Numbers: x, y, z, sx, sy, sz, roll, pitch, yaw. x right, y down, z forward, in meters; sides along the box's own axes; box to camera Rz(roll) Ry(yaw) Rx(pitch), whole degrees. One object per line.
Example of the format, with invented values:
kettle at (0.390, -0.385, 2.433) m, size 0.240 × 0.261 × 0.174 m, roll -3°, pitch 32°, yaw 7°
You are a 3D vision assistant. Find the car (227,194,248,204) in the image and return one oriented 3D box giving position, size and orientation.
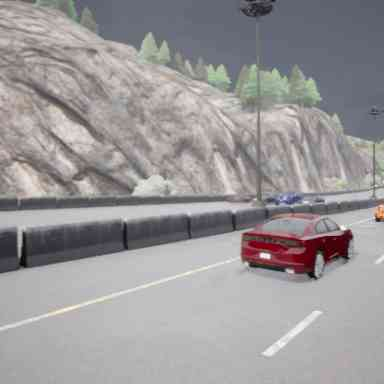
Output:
car at (6.862, 0.976, 47.797) m, size 1.994 × 1.385 × 4.181 m, roll 2°, pitch 1°, yaw 39°

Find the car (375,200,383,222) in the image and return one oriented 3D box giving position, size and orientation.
car at (14.805, 1.224, 24.017) m, size 2.097 × 1.767 × 4.553 m, roll 2°, pitch 1°, yaw 39°

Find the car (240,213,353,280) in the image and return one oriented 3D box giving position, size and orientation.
car at (3.330, 1.378, 9.912) m, size 1.882 × 1.535 × 5.008 m, roll 2°, pitch 1°, yaw 39°

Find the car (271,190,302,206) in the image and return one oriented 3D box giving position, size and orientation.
car at (13.135, 0.778, 44.393) m, size 2.150 × 2.045 × 5.566 m, roll 2°, pitch 1°, yaw 40°

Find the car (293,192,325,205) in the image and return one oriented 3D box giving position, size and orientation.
car at (14.752, 1.123, 40.858) m, size 2.128 × 1.511 × 4.902 m, roll 2°, pitch 1°, yaw 39°

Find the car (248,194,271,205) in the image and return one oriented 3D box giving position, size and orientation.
car at (10.331, 0.976, 46.499) m, size 2.128 × 1.511 × 4.902 m, roll 2°, pitch 1°, yaw 40°
